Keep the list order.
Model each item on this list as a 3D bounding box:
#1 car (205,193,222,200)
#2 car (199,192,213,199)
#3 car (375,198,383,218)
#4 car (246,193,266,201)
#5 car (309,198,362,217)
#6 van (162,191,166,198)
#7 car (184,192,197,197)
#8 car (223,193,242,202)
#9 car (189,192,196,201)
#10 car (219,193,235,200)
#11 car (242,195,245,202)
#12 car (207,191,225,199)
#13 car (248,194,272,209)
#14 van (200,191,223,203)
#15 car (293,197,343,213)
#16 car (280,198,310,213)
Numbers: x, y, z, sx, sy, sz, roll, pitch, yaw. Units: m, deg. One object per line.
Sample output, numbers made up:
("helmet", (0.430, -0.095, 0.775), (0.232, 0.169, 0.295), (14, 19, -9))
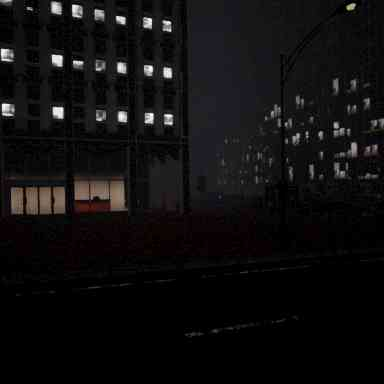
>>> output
("car", (4.503, 0.930, 69.608), (1.812, 1.442, 4.674), (-1, 1, -20))
("car", (3.388, 0.706, 80.299), (1.967, 1.590, 4.097), (0, 1, -20))
("car", (16.907, 1.216, 26.076), (2.097, 1.767, 4.553), (-1, 1, -21))
("car", (9.880, 1.228, 45.423), (2.033, 1.411, 5.357), (-1, 1, -20))
("car", (12.830, 1.434, 29.313), (1.947, 1.339, 4.313), (0, 1, -20))
("van", (-6.428, 0.687, 82.785), (1.690, 1.788, 3.998), (0, 1, -20))
("car", (-0.488, 0.710, 90.986), (2.008, 1.369, 4.403), (0, 1, -20))
("car", (7.926, 1.024, 60.174), (1.812, 1.442, 4.674), (-1, 1, -20))
("car", (-0.614, 1.056, 66.758), (2.008, 1.369, 4.403), (0, 1, -20))
("car", (7.264, 0.954, 69.615), (1.802, 1.307, 4.206), (0, 1, -20))
("car", (11.140, 1.060, 58.928), (1.802, 1.307, 4.206), (0, 1, -20))
("car", (5.325, 0.634, 74.955), (2.192, 1.841, 5.009), (0, 1, -20))
("car", (9.025, 1.332, 40.027), (1.947, 1.339, 4.313), (0, 1, -20))
("van", (3.262, 0.952, 56.070), (1.690, 1.788, 3.998), (0, 1, -20))
("car", (13.392, 1.321, 35.726), (2.033, 1.411, 5.357), (-1, 1, -20))
("car", (10.909, 1.399, 34.665), (1.802, 1.307, 4.206), (0, 1, -20))
